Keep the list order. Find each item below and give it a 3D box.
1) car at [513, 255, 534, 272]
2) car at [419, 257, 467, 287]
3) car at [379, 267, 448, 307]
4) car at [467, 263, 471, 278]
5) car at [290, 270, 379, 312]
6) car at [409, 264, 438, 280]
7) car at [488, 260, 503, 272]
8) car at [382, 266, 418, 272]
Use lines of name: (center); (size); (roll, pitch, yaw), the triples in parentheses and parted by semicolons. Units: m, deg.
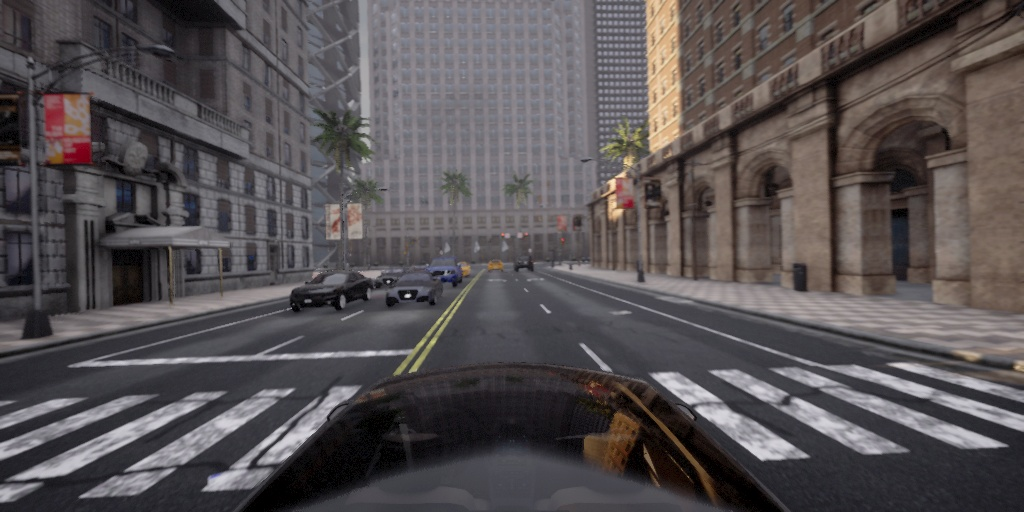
car: (1.443, 0.908, 45.644); (2.150, 2.045, 5.566); (-1, 0, -4)
car: (-4.821, 1.084, 25.863); (2.150, 2.045, 5.566); (-1, 0, -2)
car: (-4.316, 1.419, 16.404); (1.994, 1.385, 4.181); (-1, 0, -4)
car: (-5.269, 1.346, 36.220); (1.882, 1.535, 5.008); (-1, 0, -2)
car: (-7.791, 1.423, 15.937); (1.882, 1.535, 5.008); (-1, 0, -3)
car: (-8.763, 1.524, 35.845); (1.994, 1.385, 4.181); (-1, 0, -3)
car: (-2.129, 1.258, 46.805); (1.882, 1.535, 5.008); (-1, 0, -2)
car: (-8.320, 1.518, 25.816); (1.994, 1.385, 4.181); (-1, 0, -3)
